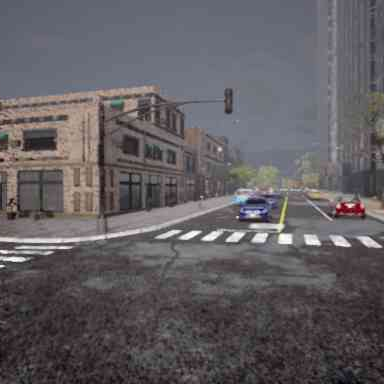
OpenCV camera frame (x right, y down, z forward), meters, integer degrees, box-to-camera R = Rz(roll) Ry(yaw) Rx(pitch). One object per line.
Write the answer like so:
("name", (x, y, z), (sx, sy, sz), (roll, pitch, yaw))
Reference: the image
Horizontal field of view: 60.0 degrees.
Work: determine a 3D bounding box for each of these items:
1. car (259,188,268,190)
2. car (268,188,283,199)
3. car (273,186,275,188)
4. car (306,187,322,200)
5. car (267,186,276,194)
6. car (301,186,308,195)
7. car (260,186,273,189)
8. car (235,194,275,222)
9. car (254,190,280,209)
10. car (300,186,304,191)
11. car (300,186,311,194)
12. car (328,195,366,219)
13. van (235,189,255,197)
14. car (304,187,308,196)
("car", (10.375, 0.470, 51.947), (1.947, 1.339, 4.313), (1, 1, 16))
("car", (13.354, 0.435, 52.658), (1.994, 1.385, 4.181), (0, 1, 17))
("car", (19.676, -0.256, 83.640), (1.752, 1.417, 4.829), (1, 1, 16))
("car", (18.461, 0.419, 49.738), (1.752, 1.417, 4.829), (1, 1, 16))
("car", (21.284, -0.585, 89.107), (2.192, 1.841, 5.009), (1, 1, 16))
("car", (23.087, 0.097, 65.504), (1.887, 1.381, 4.507), (1, 1, 16))
("car", (13.493, -0.011, 62.560), (2.192, 1.841, 5.009), (1, 1, 16))
("car", (4.216, 1.064, 21.803), (1.812, 1.442, 4.674), (0, 1, 16))
("car", (7.365, 0.833, 32.517), (1.812, 1.442, 4.674), (0, 1, 16))
("car", (26.252, -0.156, 76.286), (1.752, 1.417, 4.829), (1, 1, 16))
("car", (27.764, -0.478, 81.428), (2.192, 1.841, 5.009), (1, 1, 16))
("car", (10.622, 0.912, 23.024), (1.967, 1.590, 4.097), (1, 1, 16))
("van", (5.702, 0.590, 36.014), (1.690, 1.788, 3.998), (1, 1, 16))
("car", (20.019, 0.304, 55.047), (1.752, 1.417, 4.829), (1, 1, 16))
